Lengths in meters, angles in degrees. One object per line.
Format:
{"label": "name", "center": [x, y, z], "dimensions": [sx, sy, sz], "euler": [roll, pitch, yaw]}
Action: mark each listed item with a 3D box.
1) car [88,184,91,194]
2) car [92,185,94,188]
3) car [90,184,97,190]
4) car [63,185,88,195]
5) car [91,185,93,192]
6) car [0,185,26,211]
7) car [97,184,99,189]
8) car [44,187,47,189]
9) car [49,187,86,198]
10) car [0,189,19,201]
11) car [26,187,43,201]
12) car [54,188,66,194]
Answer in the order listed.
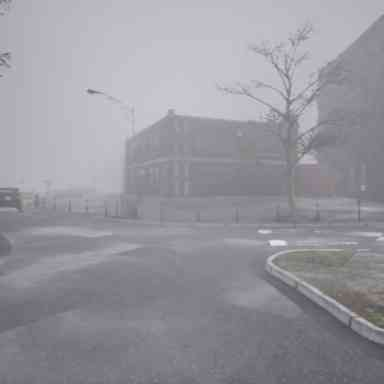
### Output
{"label": "car", "center": [-23.472, -0.212, 67.740], "dimensions": [4.553, 1.767, 2.185], "euler": [0, 2, -13]}
{"label": "car", "center": [-24.785, -0.257, 73.143], "dimensions": [4.892, 1.521, 2.231], "euler": [0, 2, -13]}
{"label": "car", "center": [-26.777, -0.769, 81.356], "dimensions": [5.566, 2.045, 2.435], "euler": [0, 2, -13]}
{"label": "car", "center": [-21.539, 0.029, 59.627], "dimensions": [4.553, 1.767, 2.185], "euler": [0, 1, -13]}
{"label": "car", "center": [-24.182, -0.176, 70.559], "dimensions": [5.008, 1.535, 2.097], "euler": [0, 2, -13]}
{"label": "car", "center": [-16.374, 0.610, 29.547], "dimensions": [2.150, 2.045, 5.566], "euler": [-1, 2, -30]}
{"label": "car", "center": [-28.624, -1.014, 89.354], "dimensions": [5.566, 2.045, 2.435], "euler": [0, 2, -13]}
{"label": "car", "center": [-35.194, -0.620, 83.539], "dimensions": [1.812, 1.442, 4.674], "euler": [0, 2, -13]}
{"label": "car", "center": [-20.340, 0.321, 54.331], "dimensions": [4.792, 1.488, 2.163], "euler": [0, 1, -13]}
{"label": "car", "center": [-26.293, 0.399, 47.413], "dimensions": [1.882, 1.535, 5.008], "euler": [0, 1, -15]}
{"label": "car", "center": [-23.306, 0.416, 47.815], "dimensions": [1.882, 1.535, 5.008], "euler": [0, 1, -15]}
{"label": "car", "center": [-30.472, -0.303, 76.663], "dimensions": [1.895, 1.301, 4.718], "euler": [0, 2, -13]}
